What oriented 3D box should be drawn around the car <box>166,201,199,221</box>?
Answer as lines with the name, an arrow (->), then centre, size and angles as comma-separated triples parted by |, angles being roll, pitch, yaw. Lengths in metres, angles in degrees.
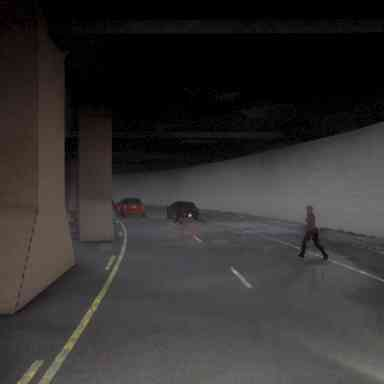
car -> -0.875, 1.504, 27.402 | 1.837, 1.490, 4.892 | 0, 0, -17

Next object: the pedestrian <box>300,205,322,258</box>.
pedestrian -> 3.908, 1.294, 10.928 | 0.375, 1.860, 0.375 | 0, 0, -7

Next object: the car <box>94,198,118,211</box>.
car -> -11.151, 1.525, 42.773 | 1.812, 1.442, 4.674 | 0, 0, -29

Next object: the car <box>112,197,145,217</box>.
car -> -5.860, 1.351, 31.192 | 2.097, 1.767, 4.553 | 0, 0, -21
